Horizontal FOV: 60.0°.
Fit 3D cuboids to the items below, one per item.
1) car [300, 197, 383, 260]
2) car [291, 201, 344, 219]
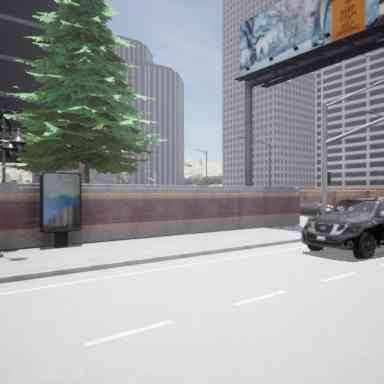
[{"bbox_3d":[6.695,1.220,12.788,5.566,2.045,2.150,0,0,-33],"label":"car"},{"bbox_3d":[11.361,1.561,30.469,1.994,1.385,4.181,0,0,-33],"label":"car"}]
